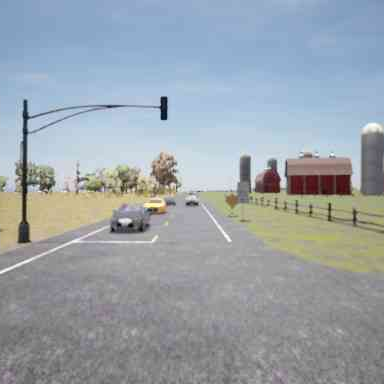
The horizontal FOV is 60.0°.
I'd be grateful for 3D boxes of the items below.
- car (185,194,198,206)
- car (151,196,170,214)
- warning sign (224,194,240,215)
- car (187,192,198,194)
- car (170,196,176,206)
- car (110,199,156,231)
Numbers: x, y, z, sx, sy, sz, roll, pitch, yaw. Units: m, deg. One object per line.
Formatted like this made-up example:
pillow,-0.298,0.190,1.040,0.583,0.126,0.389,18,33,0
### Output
car,-0.007,1.437,50.707,1.895,1.301,4.718,0,0,0
car,-3.591,1.359,33.391,1.882,1.535,5.008,0,0,0
warning sign,3.546,1.073,29.312,1.300,1.860,1.060,0,0,0
car,-0.007,1.010,60.710,2.150,2.045,5.566,0,0,0
car,-3.538,1.368,51.401,1.994,1.385,4.181,0,0,0
car,-3.606,1.426,19.958,2.128,1.511,4.902,0,0,-2
